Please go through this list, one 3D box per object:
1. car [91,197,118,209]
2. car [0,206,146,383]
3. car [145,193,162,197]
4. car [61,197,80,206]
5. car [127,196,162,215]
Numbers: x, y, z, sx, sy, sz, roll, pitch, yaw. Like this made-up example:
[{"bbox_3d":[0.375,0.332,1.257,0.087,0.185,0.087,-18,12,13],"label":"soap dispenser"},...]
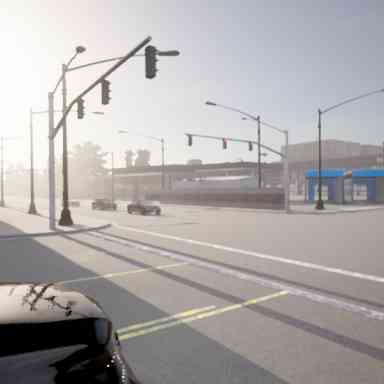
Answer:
[{"bbox_3d":[-10.854,1.455,40.882,1.837,1.490,4.892,-1,1,-37],"label":"car"},{"bbox_3d":[-3.013,1.220,1.620,5.566,2.045,2.150,0,0,-35],"label":"car"},{"bbox_3d":[-8.762,0.979,77.986,4.611,1.667,2.242,-1,0,-35],"label":"car"},{"bbox_3d":[-18.860,1.485,51.630,1.812,1.442,4.674,-1,0,-37],"label":"car"},{"bbox_3d":[-4.867,1.469,32.855,1.812,1.442,4.674,-1,0,-37],"label":"car"}]
